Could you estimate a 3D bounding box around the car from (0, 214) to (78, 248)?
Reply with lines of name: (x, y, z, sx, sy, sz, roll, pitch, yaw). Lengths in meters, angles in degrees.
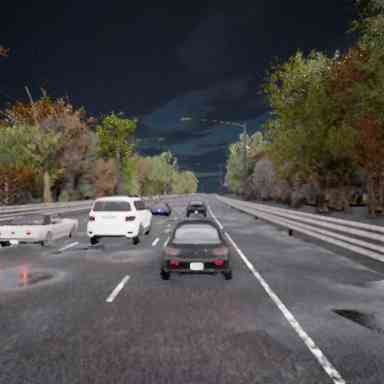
car: (-6.814, 1.642, 15.079, 1.895, 1.301, 4.718, 0, 0, 1)

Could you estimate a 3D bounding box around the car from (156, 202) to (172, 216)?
car: (-3.052, 1.670, 32.966, 1.994, 1.385, 4.181, -1, 0, 0)

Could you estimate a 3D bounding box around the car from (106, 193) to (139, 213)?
car: (-6.628, 1.029, 32.347, 2.097, 1.767, 4.553, -3, -1, 1)

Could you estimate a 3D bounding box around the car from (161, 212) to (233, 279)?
car: (0.135, 1.553, 9.991, 1.812, 1.442, 4.674, 0, 0, 1)

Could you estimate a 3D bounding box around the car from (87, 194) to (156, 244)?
car: (-3.305, 1.265, 16.141, 2.150, 2.045, 5.566, 0, 0, 1)

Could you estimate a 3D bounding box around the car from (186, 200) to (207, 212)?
car: (0.446, 1.583, 32.725, 1.837, 1.490, 4.892, 0, 0, 1)
